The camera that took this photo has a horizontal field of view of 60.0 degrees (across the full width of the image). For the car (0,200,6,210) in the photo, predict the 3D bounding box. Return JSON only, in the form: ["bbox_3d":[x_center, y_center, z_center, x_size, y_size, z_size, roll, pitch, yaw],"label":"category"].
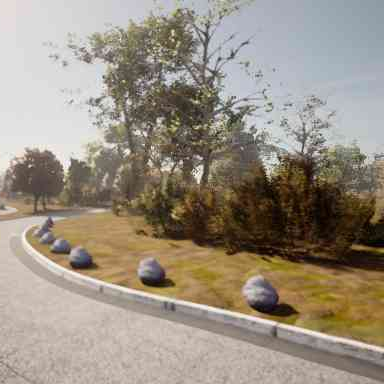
[{"bbox_3d":[-31.217,2.112,53.541,2.128,1.511,4.902,0,0,-33],"label":"car"}]
